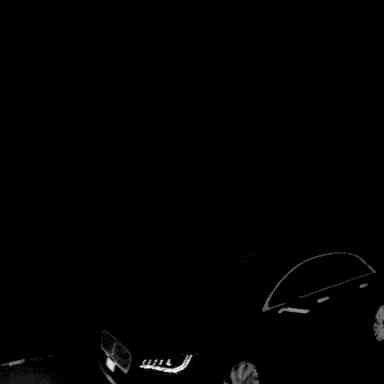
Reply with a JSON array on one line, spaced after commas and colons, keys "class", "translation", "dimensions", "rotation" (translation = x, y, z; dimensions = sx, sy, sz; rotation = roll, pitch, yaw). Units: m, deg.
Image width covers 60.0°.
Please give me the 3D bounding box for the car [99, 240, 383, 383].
[{"class": "car", "translation": [1.147, 1.526, 4.809], "dimensions": [4.892, 1.490, 1.837], "rotation": [0, 0, -35]}]
